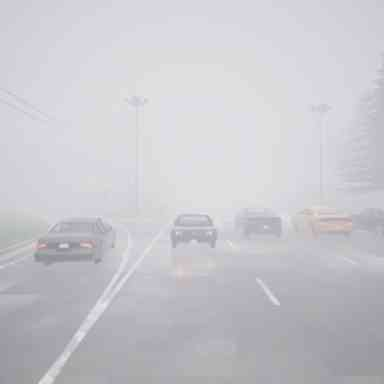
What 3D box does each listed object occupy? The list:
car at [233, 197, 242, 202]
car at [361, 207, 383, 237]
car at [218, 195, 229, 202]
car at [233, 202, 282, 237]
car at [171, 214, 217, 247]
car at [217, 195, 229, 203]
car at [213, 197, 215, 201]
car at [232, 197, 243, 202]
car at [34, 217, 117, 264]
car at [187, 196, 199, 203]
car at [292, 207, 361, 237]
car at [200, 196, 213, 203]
[{"bbox_3d":[10.388,1.864,76.235,1.837,1.490,4.892,0,0,2],"label":"car"},{"bbox_3d":[10.569,1.568,18.556,1.882,1.535,5.008,0,0,0],"label":"car"},{"bbox_3d":[8.209,1.626,86.502,2.097,1.767,4.553,0,0,17],"label":"car"},{"bbox_3d":[3.569,1.567,18.546,1.882,1.535,5.008,0,0,0],"label":"car"},{"bbox_3d":[0.074,1.675,15.401,1.895,1.301,4.718,0,0,0],"label":"car"},{"bbox_3d":[6.893,1.890,76.618,1.812,1.442,4.674,0,0,2],"label":"car"},{"bbox_3d":[4.813,1.749,87.343,1.882,1.535,5.008,0,0,17],"label":"car"},{"bbox_3d":[11.843,1.908,86.515,2.033,1.411,5.357,0,0,17],"label":"car"},{"bbox_3d":[-3.925,1.605,12.023,2.033,1.411,5.357,0,0,-6],"label":"car"},{"bbox_3d":[-0.092,1.923,77.612,1.994,1.385,4.181,0,0,2],"label":"car"},{"bbox_3d":[7.068,1.568,18.557,1.882,1.535,5.008,0,0,0],"label":"car"},{"bbox_3d":[3.403,1.869,77.320,1.837,1.490,4.892,0,0,2],"label":"car"}]
